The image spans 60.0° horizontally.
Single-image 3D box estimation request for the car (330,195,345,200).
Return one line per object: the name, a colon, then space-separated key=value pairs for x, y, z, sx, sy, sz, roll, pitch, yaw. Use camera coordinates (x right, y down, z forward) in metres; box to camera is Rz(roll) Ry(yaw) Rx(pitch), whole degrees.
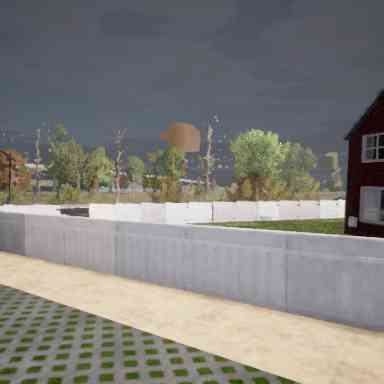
car: x=19.663 y=1.125 z=42.711 sx=4.181 sy=1.385 sz=1.994 roll=0 pitch=2 yaw=-18
